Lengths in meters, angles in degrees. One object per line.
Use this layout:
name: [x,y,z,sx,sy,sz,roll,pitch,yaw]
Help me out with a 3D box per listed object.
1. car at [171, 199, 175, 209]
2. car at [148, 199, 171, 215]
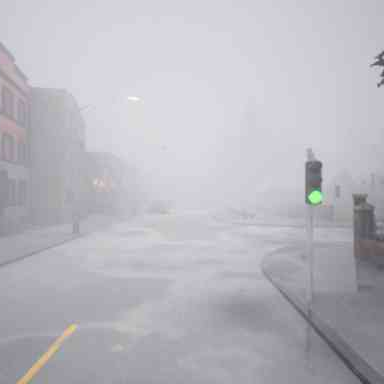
car: [-3.998,1.957,56.706,2.097,1.767,4.553,0,-1,1]
car: [-4.065,1.780,40.023,2.097,1.767,4.553,0,-1,0]
